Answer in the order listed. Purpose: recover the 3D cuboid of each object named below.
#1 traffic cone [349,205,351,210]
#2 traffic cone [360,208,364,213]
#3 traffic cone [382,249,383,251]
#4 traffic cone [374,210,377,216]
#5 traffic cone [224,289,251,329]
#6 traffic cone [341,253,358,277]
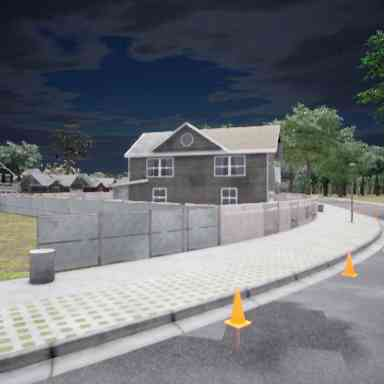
[{"bbox_3d":[18.555,1.802,38.895,0.340,0.580,0.340,0,0,13],"label":"traffic cone"},{"bbox_3d":[17.388,1.824,34.033,0.340,0.580,0.340,0,0,13],"label":"traffic cone"},{"bbox_3d":[7.380,1.926,12.545,0.340,0.580,0.340,0,0,38],"label":"traffic cone"},{"bbox_3d":[16.173,1.846,29.332,0.340,0.580,0.340,0,0,17],"label":"traffic cone"},{"bbox_3d":[0.781,1.951,5.687,0.340,0.580,0.340,0,0,-41],"label":"traffic cone"},{"bbox_3d":[4.243,1.941,8.960,0.340,0.580,0.340,0,0,44],"label":"traffic cone"}]
